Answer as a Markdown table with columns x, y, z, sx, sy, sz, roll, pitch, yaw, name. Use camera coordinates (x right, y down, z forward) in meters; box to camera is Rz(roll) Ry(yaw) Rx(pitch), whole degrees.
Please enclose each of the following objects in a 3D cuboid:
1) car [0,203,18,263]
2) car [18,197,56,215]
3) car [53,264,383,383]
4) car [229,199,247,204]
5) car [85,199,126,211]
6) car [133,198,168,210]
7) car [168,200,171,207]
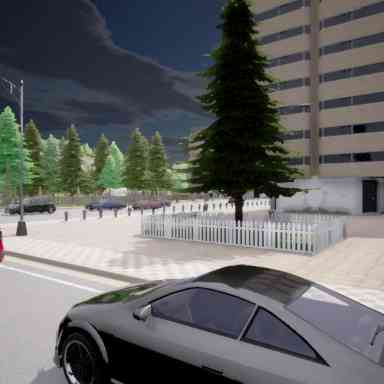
| x | y | z | sx | sy | sz | roll | pitch | yaw | name |
| --- | --- | --- | --- | --- | --- | --- | --- | --- | --- |
| -7.352 | 1.221 | 9.179 | 5.566 | 2.045 | 2.150 | 0 | 0 | 36 | car |
| -16.226 | 1.352 | 33.574 | 2.097 | 1.767 | 4.553 | 0 | 0 | 35 | car |
| 0.339 | 1.564 | 3.749 | 4.181 | 1.385 | 1.994 | 0 | 0 | 35 | car |
| 8.604 | 1.504 | 62.100 | 1.837 | 1.490 | 4.892 | 0 | 0 | 35 | car |
| -10.652 | 1.547 | 41.412 | 2.033 | 1.411 | 5.357 | 0 | 0 | 35 | car |
| -5.482 | 1.564 | 42.297 | 1.994 | 1.385 | 4.181 | 0 | 0 | 35 | car |
| -4.964 | 1.564 | 49.384 | 1.994 | 1.385 | 4.181 | 0 | 0 | 36 | car |
